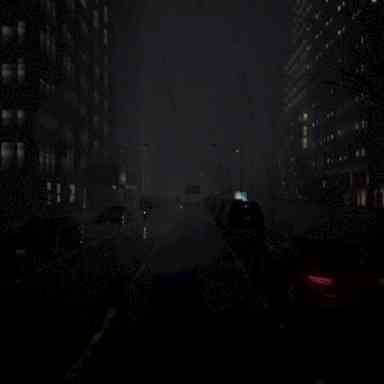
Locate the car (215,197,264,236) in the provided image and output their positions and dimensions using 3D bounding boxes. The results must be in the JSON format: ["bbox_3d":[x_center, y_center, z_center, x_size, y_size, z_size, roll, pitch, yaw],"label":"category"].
[{"bbox_3d":[2.733,1.391,18.823,2.192,1.841,5.009,0,0,0],"label":"car"}]

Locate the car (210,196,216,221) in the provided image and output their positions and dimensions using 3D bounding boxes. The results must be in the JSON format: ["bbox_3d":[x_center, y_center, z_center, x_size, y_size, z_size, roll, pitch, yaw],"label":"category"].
[{"bbox_3d":[2.743,1.414,24.512,2.192,1.841,5.009,0,0,0],"label":"car"}]

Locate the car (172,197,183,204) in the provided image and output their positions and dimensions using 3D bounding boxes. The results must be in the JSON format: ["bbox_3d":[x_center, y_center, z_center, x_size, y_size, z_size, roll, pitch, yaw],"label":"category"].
[{"bbox_3d":[-2.871,1.778,69.881,1.837,1.490,4.892,0,0,0],"label":"car"}]

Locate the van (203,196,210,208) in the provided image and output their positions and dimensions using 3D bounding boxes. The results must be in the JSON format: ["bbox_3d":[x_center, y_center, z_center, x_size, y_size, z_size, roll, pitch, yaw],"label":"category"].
[{"bbox_3d":[2.786,1.533,47.268,1.690,1.788,3.998,0,0,0],"label":"van"}]

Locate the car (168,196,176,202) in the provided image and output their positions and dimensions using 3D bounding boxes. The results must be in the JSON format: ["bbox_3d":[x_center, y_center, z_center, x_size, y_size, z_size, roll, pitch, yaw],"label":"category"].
[{"bbox_3d":[-5.512,1.931,92.815,1.887,1.381,4.507,0,0,0],"label":"car"}]

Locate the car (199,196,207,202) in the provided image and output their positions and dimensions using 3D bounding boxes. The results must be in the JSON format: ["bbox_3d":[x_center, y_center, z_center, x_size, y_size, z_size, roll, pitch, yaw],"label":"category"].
[{"bbox_3d":[2.858,1.800,87.089,1.967,1.590,4.097,0,0,0],"label":"car"}]

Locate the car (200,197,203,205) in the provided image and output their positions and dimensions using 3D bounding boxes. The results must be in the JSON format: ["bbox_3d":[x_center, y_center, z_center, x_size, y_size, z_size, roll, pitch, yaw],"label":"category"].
[{"bbox_3d":[2.794,1.766,52.956,2.008,1.369,4.403,0,0,0],"label":"car"}]

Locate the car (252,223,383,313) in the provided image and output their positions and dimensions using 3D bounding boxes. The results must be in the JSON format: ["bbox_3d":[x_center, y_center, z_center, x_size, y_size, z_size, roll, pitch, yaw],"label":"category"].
[{"bbox_3d":[2.709,1.612,7.445,1.802,1.307,4.206,0,0,0],"label":"car"}]

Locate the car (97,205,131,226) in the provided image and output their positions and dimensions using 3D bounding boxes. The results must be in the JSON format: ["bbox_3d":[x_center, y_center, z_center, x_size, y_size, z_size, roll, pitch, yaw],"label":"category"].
[{"bbox_3d":[-5.639,1.666,24.547,1.947,1.339,4.313,0,0,0],"label":"car"}]

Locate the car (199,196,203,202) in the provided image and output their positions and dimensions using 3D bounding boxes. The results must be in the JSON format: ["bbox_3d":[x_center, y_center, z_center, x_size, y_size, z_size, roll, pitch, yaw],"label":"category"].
[{"bbox_3d":[2.816,1.814,64.334,2.008,1.369,4.403,0,0,0],"label":"car"}]

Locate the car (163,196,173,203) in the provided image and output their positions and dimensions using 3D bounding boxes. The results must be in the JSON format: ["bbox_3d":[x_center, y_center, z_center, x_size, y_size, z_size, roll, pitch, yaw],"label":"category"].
[{"bbox_3d":[-5.543,1.753,75.749,1.967,1.590,4.097,0,0,0],"label":"car"}]

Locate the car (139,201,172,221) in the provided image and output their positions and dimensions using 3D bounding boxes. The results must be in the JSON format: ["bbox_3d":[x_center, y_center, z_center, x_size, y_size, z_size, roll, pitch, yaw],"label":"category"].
[{"bbox_3d":[-3.047,1.717,28.656,1.895,1.301,4.718,0,0,0],"label":"car"}]

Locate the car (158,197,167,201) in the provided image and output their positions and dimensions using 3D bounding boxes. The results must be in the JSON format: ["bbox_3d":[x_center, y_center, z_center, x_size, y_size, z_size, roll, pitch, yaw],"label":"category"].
[{"bbox_3d":[-5.586,1.783,52.992,1.947,1.339,4.313,0,0,0],"label":"car"}]

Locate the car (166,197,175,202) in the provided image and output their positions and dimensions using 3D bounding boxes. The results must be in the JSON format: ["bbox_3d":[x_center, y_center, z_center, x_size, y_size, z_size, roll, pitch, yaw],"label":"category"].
[{"bbox_3d":[-5.523,1.912,87.127,2.008,1.369,4.403,0,0,0],"label":"car"}]

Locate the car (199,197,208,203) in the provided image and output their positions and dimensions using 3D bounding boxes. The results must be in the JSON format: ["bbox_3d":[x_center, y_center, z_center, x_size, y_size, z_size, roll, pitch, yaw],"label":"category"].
[{"bbox_3d":[2.847,1.887,81.400,2.008,1.369,4.403,0,0,0],"label":"car"}]

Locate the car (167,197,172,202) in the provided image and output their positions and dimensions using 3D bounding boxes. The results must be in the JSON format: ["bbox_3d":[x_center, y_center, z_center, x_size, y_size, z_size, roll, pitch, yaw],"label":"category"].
[{"bbox_3d":[-5.565,1.815,64.370,2.008,1.369,4.403,0,0,0],"label":"car"}]

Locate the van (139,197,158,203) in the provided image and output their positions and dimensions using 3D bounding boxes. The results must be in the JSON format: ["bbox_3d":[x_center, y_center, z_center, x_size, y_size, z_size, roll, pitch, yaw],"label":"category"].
[{"bbox_3d":[-5.605,1.511,41.614,1.690,1.788,3.998,0,0,0],"label":"van"}]

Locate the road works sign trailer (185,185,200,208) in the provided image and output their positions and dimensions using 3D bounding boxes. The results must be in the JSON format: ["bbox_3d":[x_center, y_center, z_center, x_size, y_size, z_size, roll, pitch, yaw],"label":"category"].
[{"bbox_3d":[0.124,0.684,53.928,2.380,3.560,2.880,0,0,1],"label":"road works sign trailer"}]

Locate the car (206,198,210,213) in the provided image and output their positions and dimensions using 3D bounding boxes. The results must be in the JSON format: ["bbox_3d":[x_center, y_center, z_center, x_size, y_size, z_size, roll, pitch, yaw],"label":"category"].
[{"bbox_3d":[2.763,1.671,36.059,1.752,1.417,4.829,0,0,0],"label":"car"}]

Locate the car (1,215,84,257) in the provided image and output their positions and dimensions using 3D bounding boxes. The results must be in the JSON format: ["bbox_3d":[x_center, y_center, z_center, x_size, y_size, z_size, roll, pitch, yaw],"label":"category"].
[{"bbox_3d":[-5.661,1.620,13.168,1.947,1.339,4.313,0,0,0],"label":"car"}]
